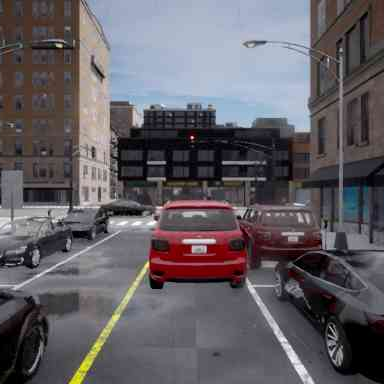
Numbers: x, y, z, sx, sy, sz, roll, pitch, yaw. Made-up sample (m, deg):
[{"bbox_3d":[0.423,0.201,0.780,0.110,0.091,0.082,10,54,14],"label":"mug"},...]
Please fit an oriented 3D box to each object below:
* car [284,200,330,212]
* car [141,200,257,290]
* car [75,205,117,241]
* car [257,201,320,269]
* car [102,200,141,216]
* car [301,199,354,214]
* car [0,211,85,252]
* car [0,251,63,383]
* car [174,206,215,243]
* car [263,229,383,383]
[{"bbox_3d":[13.427,1.674,39.061,4.718,1.301,1.895,0,0,0],"label":"car"},{"bbox_3d":[0.086,1.221,9.232,2.150,2.045,5.566,0,0,-1],"label":"car"},{"bbox_3d":[-5.377,1.565,16.740,1.947,1.339,4.313,0,0,0],"label":"car"},{"bbox_3d":[2.644,1.314,11.072,2.192,1.841,5.009,0,0,0],"label":"car"},{"bbox_3d":[-5.525,1.456,29.037,5.008,1.535,1.882,0,0,0],"label":"car"},{"bbox_3d":[14.540,1.584,35.808,4.892,1.490,1.837,0,0,1],"label":"car"},{"bbox_3d":[-5.381,1.550,11.077,2.008,1.369,4.403,0,0,0],"label":"car"},{"bbox_3d":[-2.846,1.564,2.615,1.994,1.385,4.181,0,0,0],"label":"car"},{"bbox_3d":[0.102,1.525,16.991,1.812,1.442,4.674,0,0,0],"label":"car"},{"bbox_3d":[2.640,1.566,5.409,1.947,1.339,4.313,0,0,0],"label":"car"}]
